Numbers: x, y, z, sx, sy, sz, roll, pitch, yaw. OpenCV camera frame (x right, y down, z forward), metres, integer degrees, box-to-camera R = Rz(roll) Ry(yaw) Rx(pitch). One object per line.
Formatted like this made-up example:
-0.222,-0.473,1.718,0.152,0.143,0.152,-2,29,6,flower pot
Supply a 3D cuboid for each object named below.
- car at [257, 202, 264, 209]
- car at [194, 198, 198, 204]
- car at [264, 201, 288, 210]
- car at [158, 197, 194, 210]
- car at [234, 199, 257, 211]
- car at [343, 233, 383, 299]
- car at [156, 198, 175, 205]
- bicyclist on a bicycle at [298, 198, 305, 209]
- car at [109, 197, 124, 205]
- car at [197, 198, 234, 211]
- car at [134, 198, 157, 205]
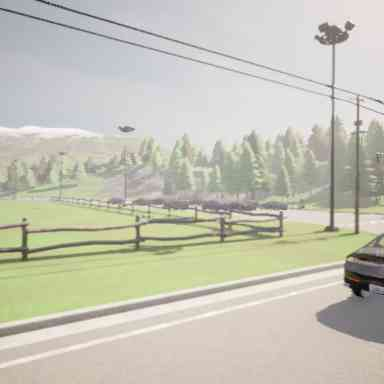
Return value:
8.012,1.858,50.551,2.128,1.511,4.902,1,0,-34,car
1.549,1.926,66.329,2.033,1.411,5.357,1,0,-34,car
12.412,1.980,50.290,1.994,1.385,4.181,1,0,-34,car
-2.353,1.718,47.130,2.128,1.511,4.902,1,-1,-34,car
6.396,1.927,46.693,1.895,1.301,4.718,1,0,-34,car
5.361,1.592,7.457,4.902,1.511,2.128,1,0,-35,car
-5.554,1.913,70.404,1.895,1.301,4.718,1,0,-34,car
16.811,1.773,50.871,1.656,1.620,0.582,1,0,-34,bicyclist on a bicycle
-14.976,1.709,65.763,1.812,1.442,4.674,1,0,-34,car
3.129,1.807,45.275,1.812,1.442,4.674,1,0,-34,car
-9.367,1.784,63.723,2.033,1.411,5.357,1,0,-34,car
